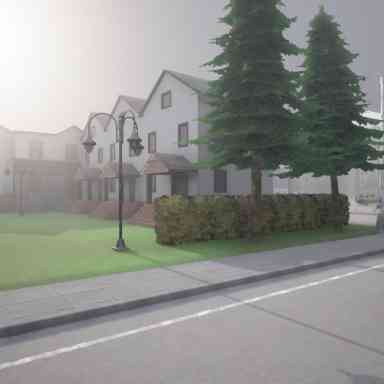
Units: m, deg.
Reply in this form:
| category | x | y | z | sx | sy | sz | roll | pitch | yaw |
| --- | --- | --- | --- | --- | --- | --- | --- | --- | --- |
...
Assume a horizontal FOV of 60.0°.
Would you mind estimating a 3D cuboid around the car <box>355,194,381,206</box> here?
| category | x | y | z | sx | sy | sz | roll | pitch | yaw |
| --- | --- | --- | --- | --- | --- | --- | --- | --- | --- |
| car | 26.486 | 1.097 | 48.752 | 1.932 | 1.855 | 4.605 | 0 | 0 | -36 |
